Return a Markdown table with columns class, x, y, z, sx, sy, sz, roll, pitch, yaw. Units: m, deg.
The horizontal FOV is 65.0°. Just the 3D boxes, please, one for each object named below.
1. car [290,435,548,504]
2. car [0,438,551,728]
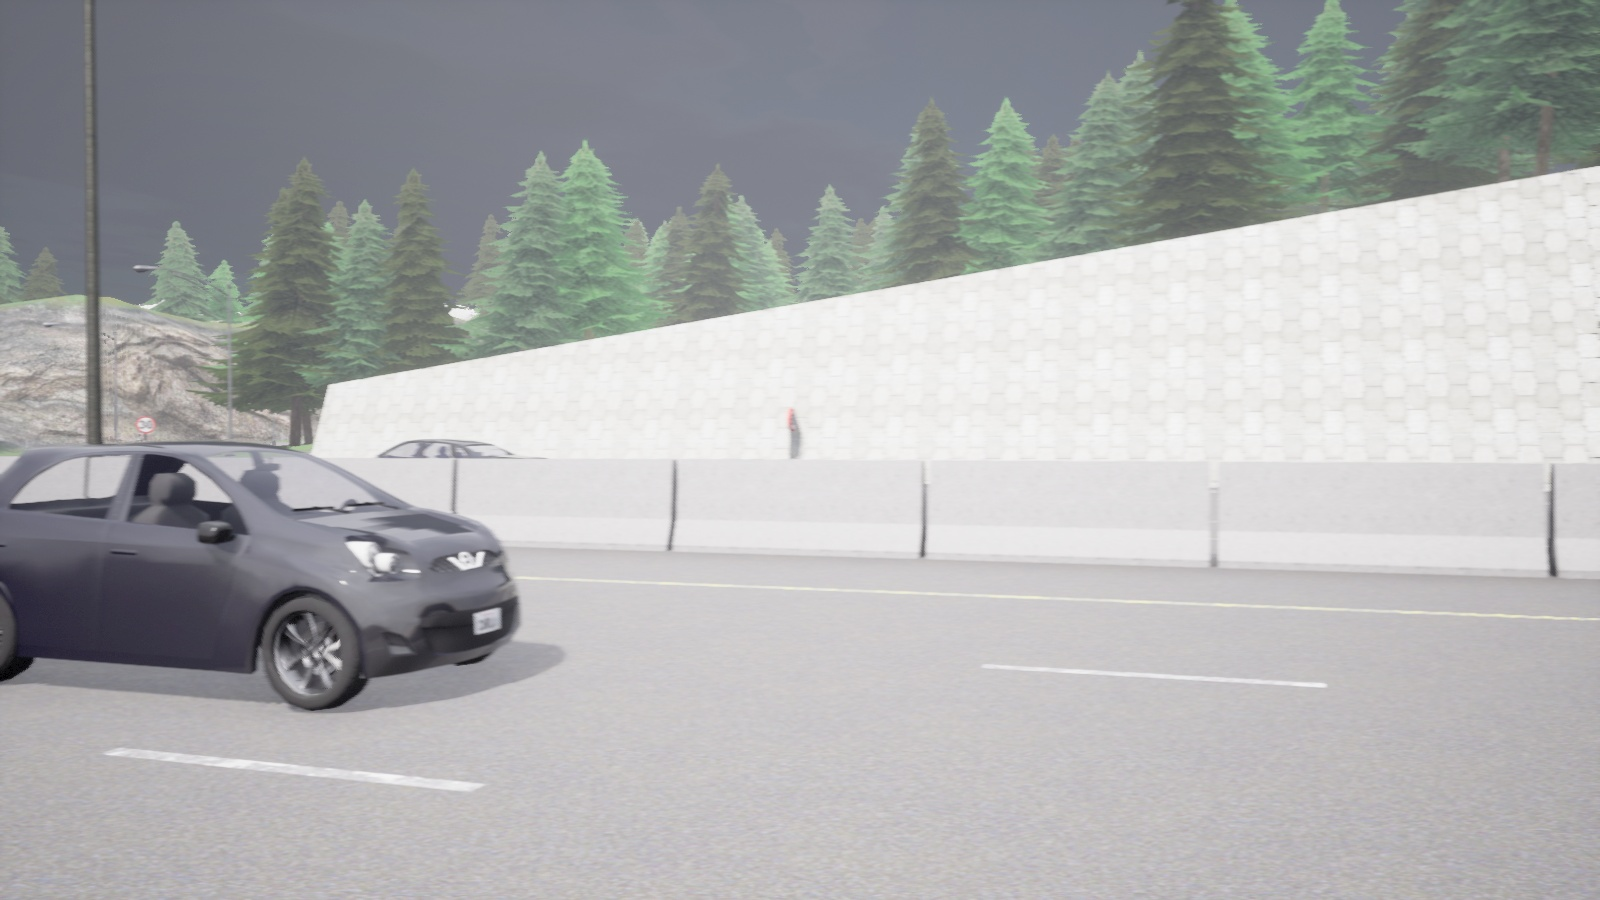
| class | x | y | z | sx | sy | sz | roll | pitch | yaw |
| --- | --- | --- | --- | --- | --- | --- | --- | --- | --- |
| car | -8.559 | 0.389 | 28.228 | 5.357 | 1.411 | 2.033 | 1 | 1 | 19 |
| car | -3.686 | 0.695 | 8.126 | 3.633 | 1.501 | 1.845 | 1 | 1 | 19 |
